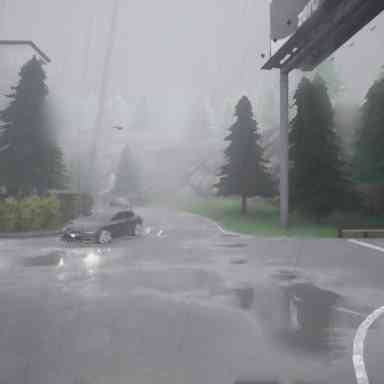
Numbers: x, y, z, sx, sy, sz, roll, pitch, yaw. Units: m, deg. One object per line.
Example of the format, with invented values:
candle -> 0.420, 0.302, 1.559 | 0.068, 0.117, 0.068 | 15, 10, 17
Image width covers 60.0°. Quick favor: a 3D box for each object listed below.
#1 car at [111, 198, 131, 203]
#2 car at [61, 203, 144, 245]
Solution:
car -> -8.765, 1.474, 40.888 | 1.837, 1.490, 4.892 | 1, 0, -25
car -> -3.996, 1.525, 15.733 | 1.837, 1.490, 4.892 | 5, 1, 19
